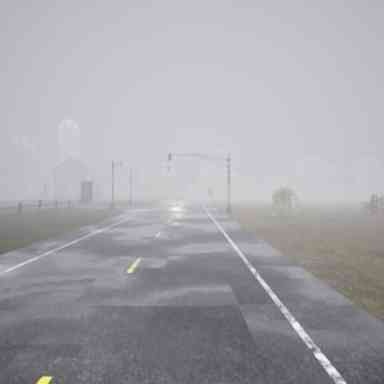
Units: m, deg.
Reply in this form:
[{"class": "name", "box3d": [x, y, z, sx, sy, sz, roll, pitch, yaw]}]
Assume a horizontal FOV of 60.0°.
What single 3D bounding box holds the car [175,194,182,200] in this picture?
[{"class": "car", "box3d": [-3.508, 1.302, 86.643, 1.882, 1.535, 5.008, 0, 0, 0]}]
